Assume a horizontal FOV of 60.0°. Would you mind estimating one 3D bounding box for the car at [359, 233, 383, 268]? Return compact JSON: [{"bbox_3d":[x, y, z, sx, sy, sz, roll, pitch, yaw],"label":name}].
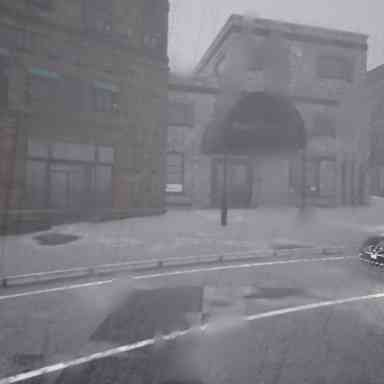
[{"bbox_3d":[7.136,1.427,9.383,4.892,1.490,1.837,0,0,-15],"label":"car"}]
